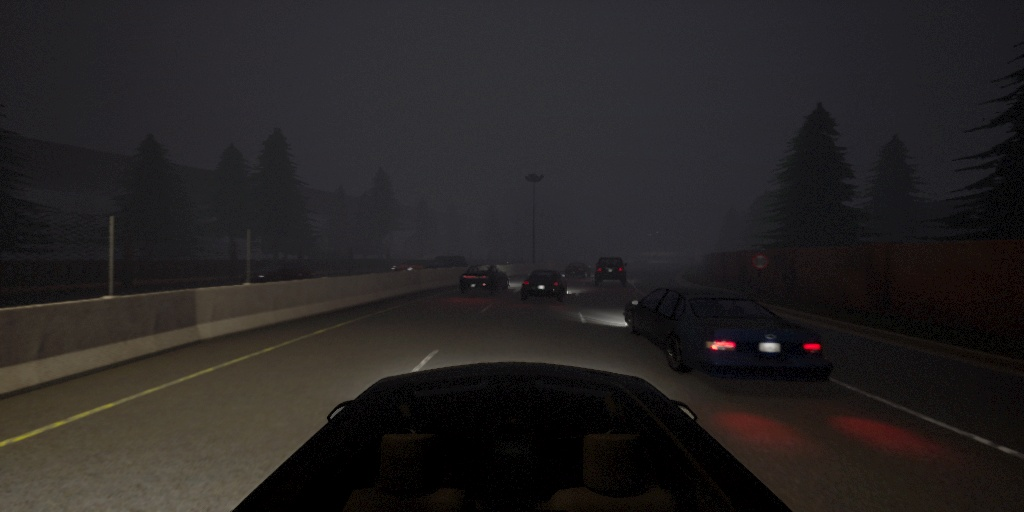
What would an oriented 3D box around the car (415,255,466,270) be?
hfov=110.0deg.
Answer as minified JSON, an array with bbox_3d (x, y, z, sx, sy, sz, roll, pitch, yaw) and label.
[{"bbox_3d":[-5.868,0.964,31.835,2.150,2.045,5.566,0,0,18],"label":"car"}]

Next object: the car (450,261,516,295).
[{"bbox_3d":[-1.453,1.258,20.019,2.128,1.511,4.902,0,0,11],"label":"car"}]

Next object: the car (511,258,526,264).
[{"bbox_3d":[0.795,1.219,63.532,2.097,1.767,4.553,1,0,28],"label":"car"}]

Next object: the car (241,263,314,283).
[{"bbox_3d":[-15.183,1.164,23.561,1.812,1.442,4.674,0,0,12],"label":"car"}]

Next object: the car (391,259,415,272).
[{"bbox_3d":[-9.082,1.066,33.075,2.097,1.767,4.553,1,0,18],"label":"car"}]

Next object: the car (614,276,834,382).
[{"bbox_3d":[3.827,1.345,7.576,2.033,1.411,5.357,1,0,4],"label":"car"}]

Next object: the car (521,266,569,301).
[{"bbox_3d":[1.650,1.357,17.833,1.994,1.385,4.181,1,0,10],"label":"car"}]

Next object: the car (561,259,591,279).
[{"bbox_3d":[6.482,1.346,34.848,1.882,1.535,5.008,0,0,22],"label":"car"}]

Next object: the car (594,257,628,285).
[{"bbox_3d":[7.398,1.086,26.832,2.150,2.045,5.566,0,0,16],"label":"car"}]
